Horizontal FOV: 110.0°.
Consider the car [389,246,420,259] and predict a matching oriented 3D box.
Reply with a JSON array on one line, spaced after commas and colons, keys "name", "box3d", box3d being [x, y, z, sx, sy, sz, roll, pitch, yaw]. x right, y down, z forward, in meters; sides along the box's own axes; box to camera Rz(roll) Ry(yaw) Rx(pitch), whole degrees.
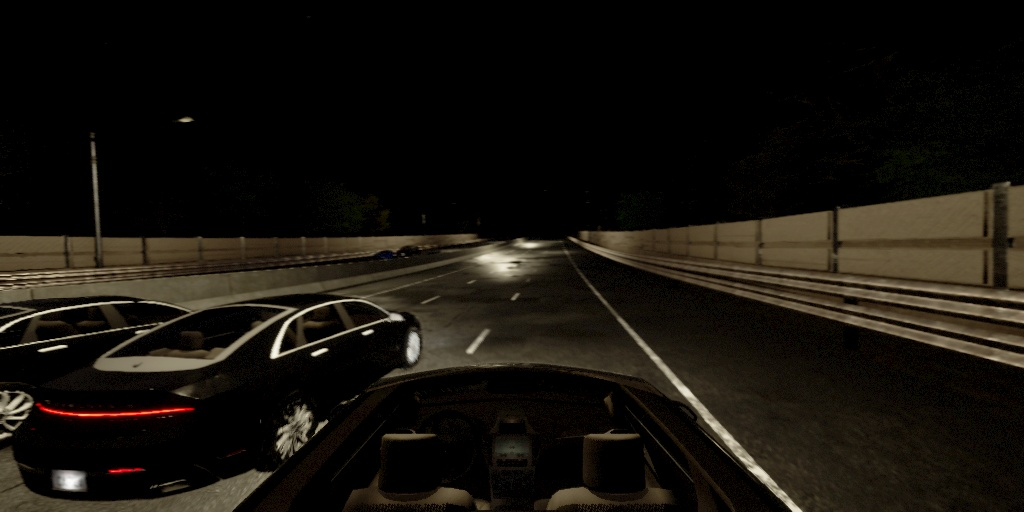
[{"name": "car", "box3d": [-14.913, -0.388, 51.300, 2.150, 2.045, 5.566, -1, 3, 8]}]

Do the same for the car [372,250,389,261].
[{"name": "car", "box3d": [-18.366, -0.053, 51.834, 1.882, 1.535, 5.008, -1, 3, 8]}]

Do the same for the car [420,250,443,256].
[{"name": "car", "box3d": [-11.287, -0.193, 52.105, 1.994, 1.385, 4.181, -1, 3, 8]}]

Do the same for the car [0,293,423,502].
[{"name": "car", "box3d": [-2.812, 1.268, 4.915, 1.837, 1.490, 4.892, -1, 1, 7]}]

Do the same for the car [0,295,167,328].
[{"name": "car", "box3d": [-6.281, 1.348, 5.372, 1.837, 1.490, 4.892, -1, 1, 7]}]
